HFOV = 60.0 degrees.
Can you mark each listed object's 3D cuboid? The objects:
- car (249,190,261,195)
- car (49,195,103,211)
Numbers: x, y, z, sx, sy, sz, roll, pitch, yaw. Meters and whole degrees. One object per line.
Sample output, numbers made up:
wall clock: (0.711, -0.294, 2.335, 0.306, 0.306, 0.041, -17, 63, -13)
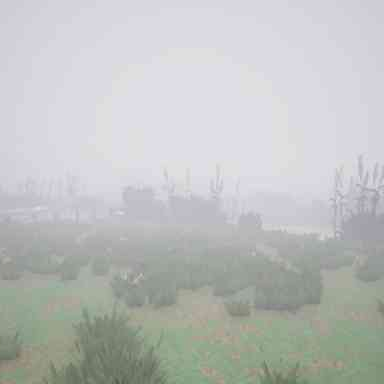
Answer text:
car: (10.224, 0.765, 47.494, 2.150, 2.045, 5.566, 0, -2, 44)
car: (-10.458, 1.107, 30.343, 1.837, 1.490, 4.892, 0, 3, 41)
